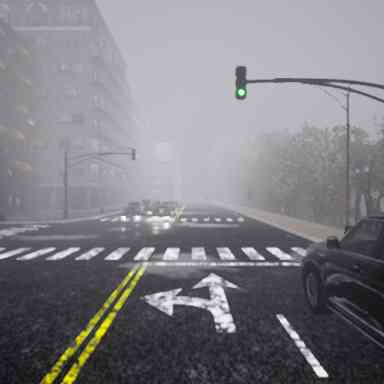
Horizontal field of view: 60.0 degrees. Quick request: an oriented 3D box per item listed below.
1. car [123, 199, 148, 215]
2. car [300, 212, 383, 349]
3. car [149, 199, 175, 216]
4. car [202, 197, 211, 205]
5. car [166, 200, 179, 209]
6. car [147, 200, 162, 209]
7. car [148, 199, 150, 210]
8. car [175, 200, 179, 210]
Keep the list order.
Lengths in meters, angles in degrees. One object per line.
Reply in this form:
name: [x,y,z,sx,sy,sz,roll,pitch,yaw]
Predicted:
car: [-6.541,1.836,37.872,1.837,1.490,4.892,0,0,0]
car: [3.368,1.262,4.551,2.150,2.045,5.566,0,0,-2]
car: [-3.304,1.821,37.544,2.128,1.511,4.902,0,-1,-2]
car: [3.370,2.057,77.623,2.097,1.767,4.553,0,-1,0]
car: [-3.244,2.073,57.208,1.994,1.385,4.181,0,0,0]
car: [-6.494,2.061,57.682,2.033,1.411,5.357,0,-1,0]
car: [-6.525,1.768,47.081,2.097,1.767,4.553,0,-1,0]
car: [-3.280,1.965,47.291,2.033,1.411,5.357,0,-1,0]
